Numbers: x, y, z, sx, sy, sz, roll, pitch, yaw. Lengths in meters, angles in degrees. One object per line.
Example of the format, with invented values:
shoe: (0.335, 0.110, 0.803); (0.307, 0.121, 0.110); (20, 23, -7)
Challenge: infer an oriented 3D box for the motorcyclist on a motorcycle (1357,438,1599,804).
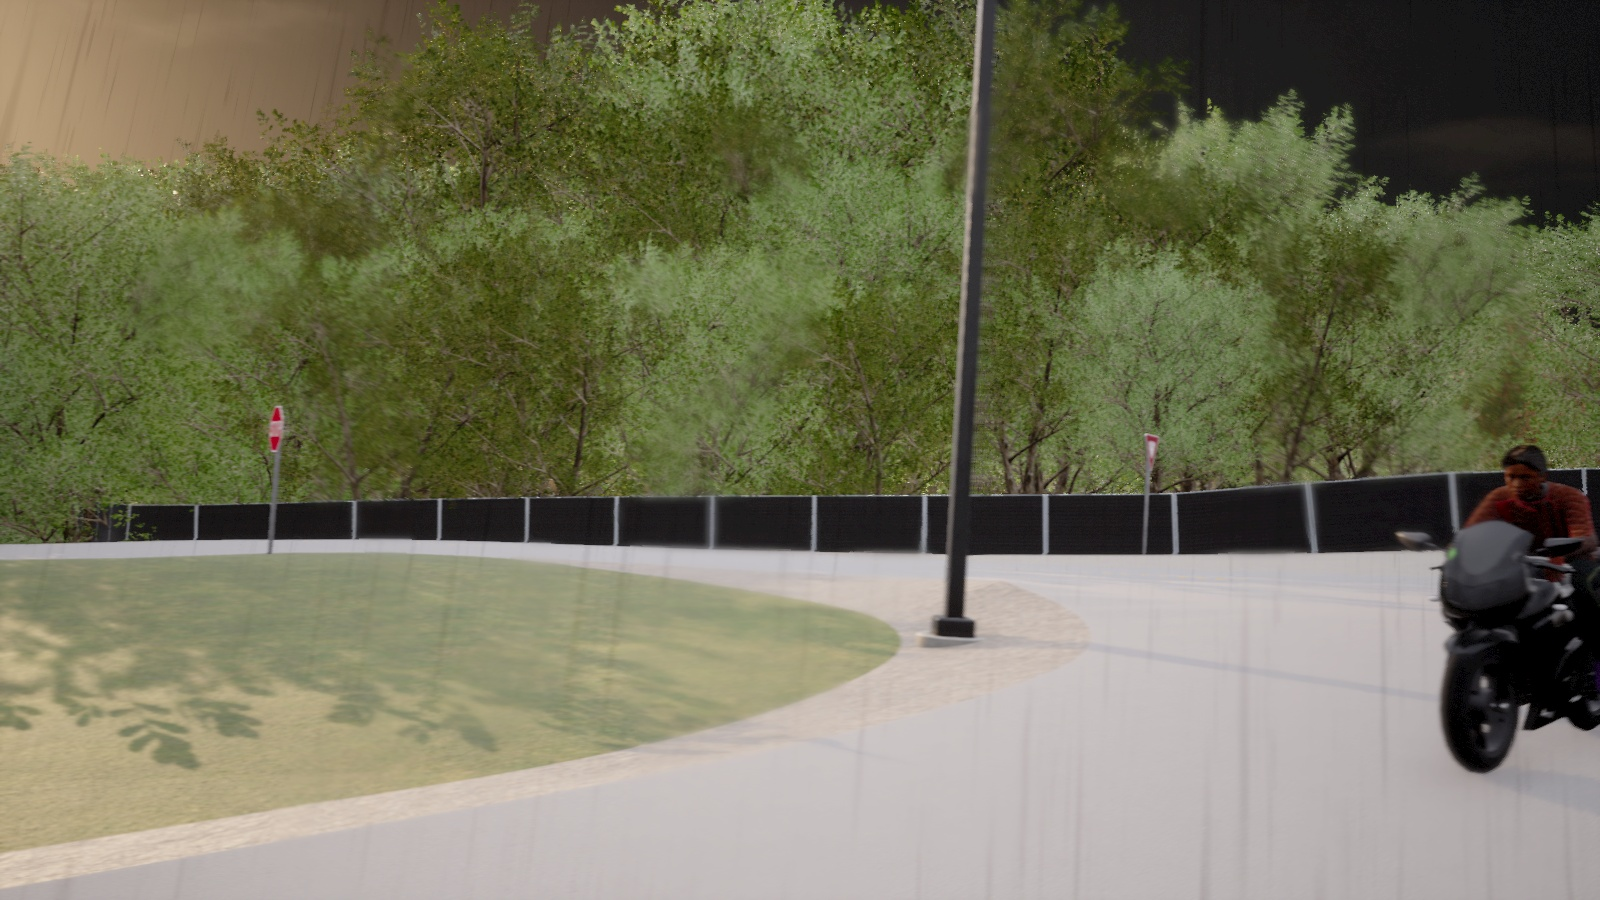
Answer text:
motorcyclist on a motorcycle: (3.640, 0.720, 6.202); (2.044, 1.523, 0.797); (0, -1, -41)
